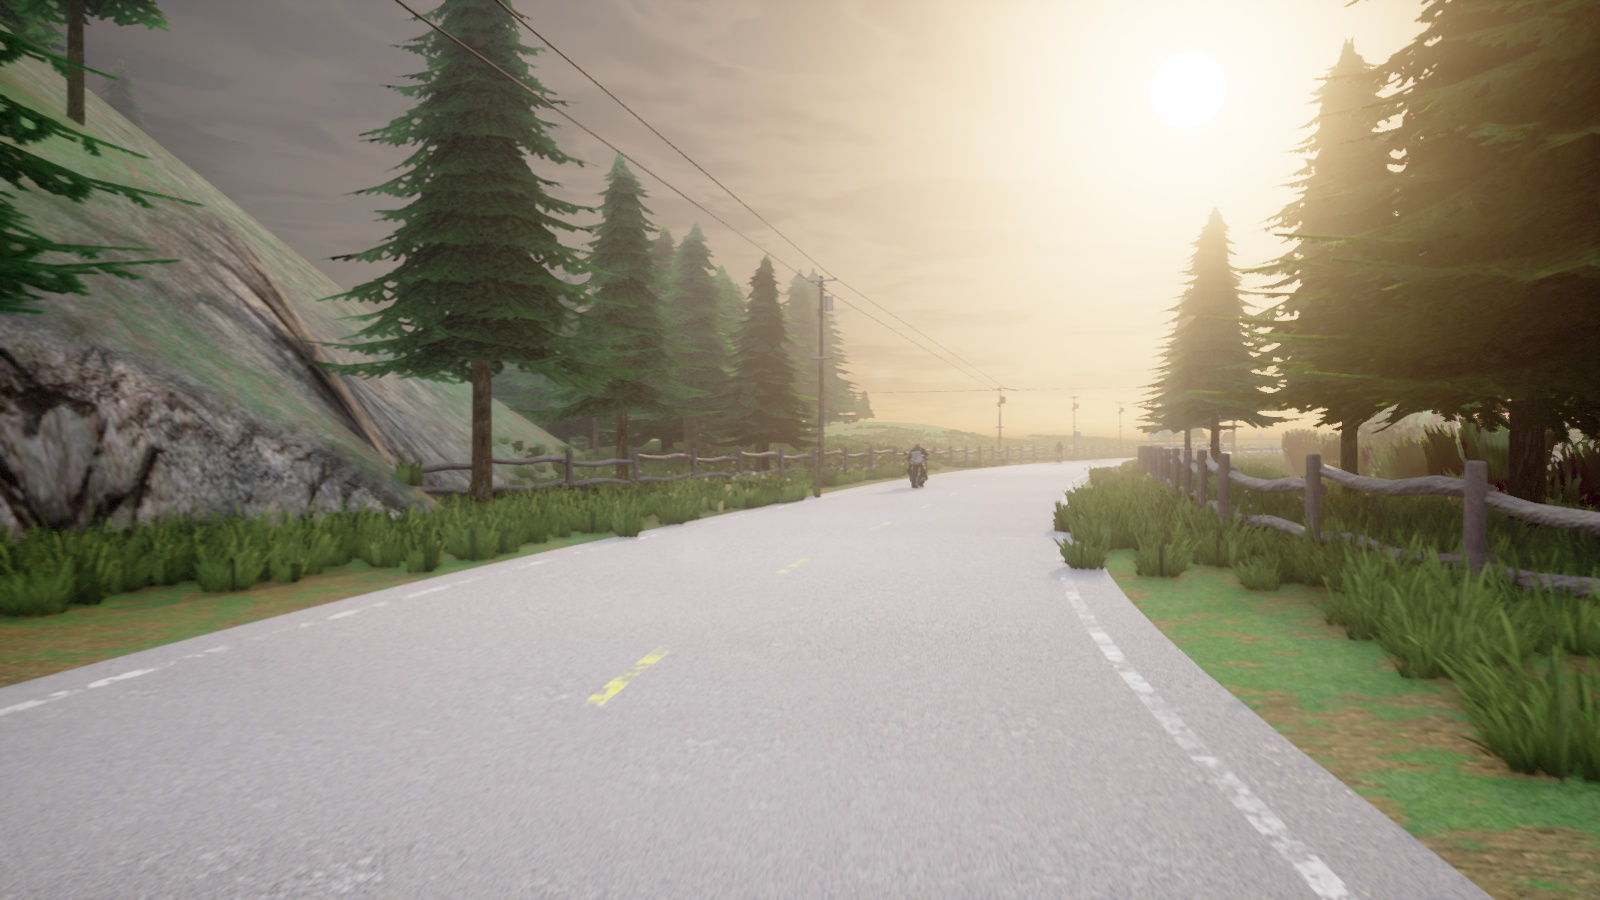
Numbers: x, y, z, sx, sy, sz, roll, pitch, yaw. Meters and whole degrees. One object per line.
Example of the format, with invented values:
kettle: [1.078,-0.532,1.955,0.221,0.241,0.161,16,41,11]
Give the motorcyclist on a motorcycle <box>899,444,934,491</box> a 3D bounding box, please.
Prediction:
motorcyclist on a motorcycle: [3.843,0.554,41.306,0.866,1.530,2.191,0,0,13]
